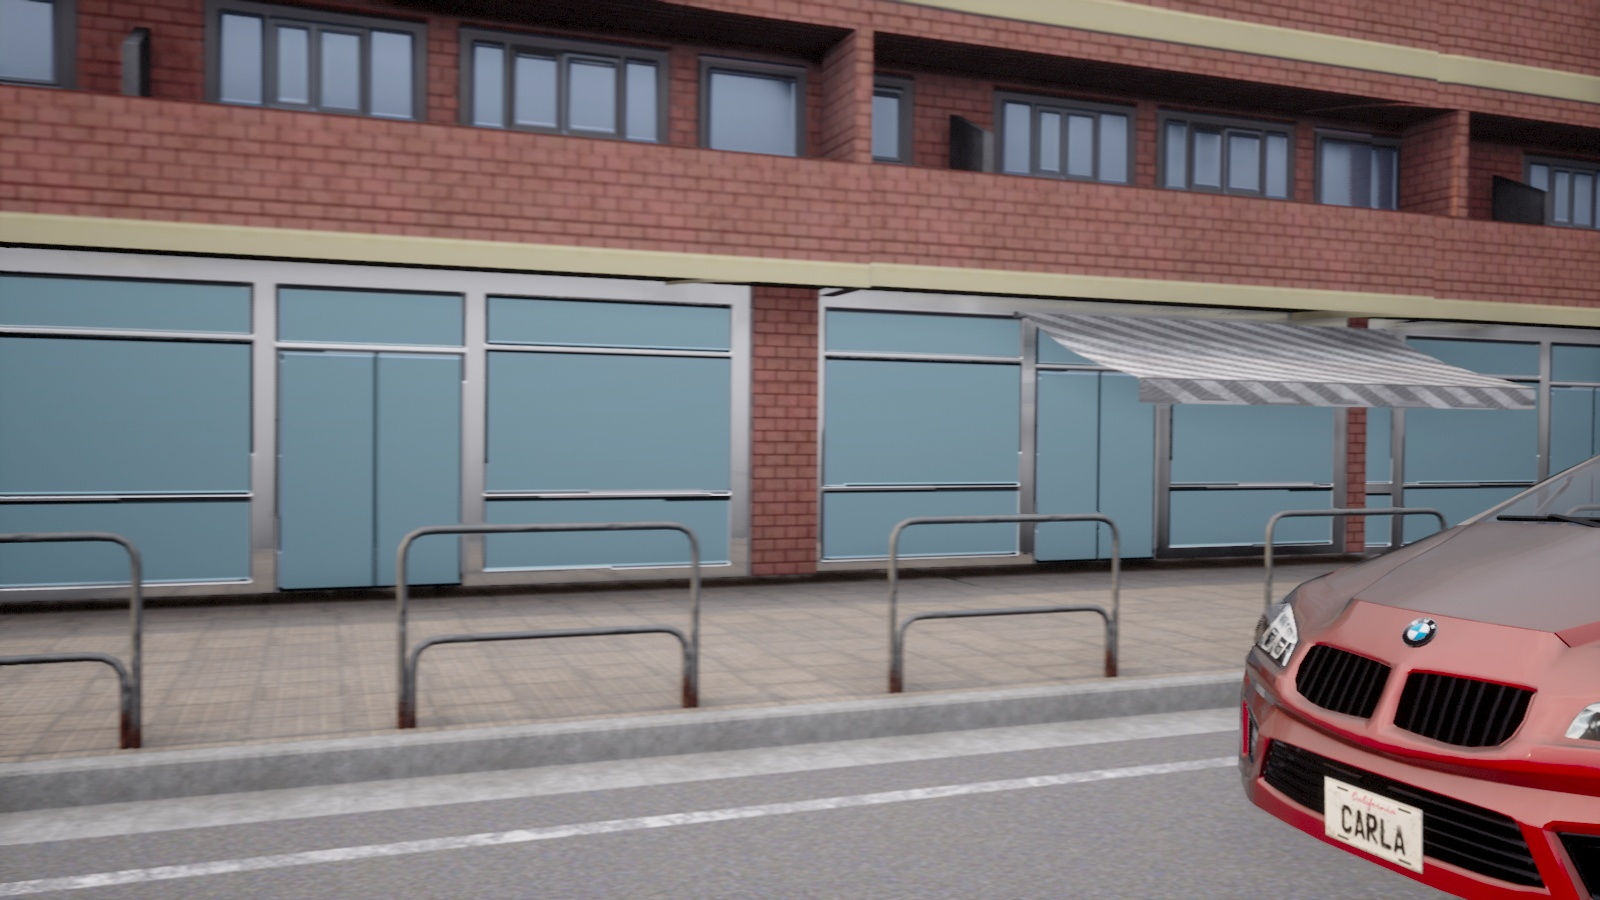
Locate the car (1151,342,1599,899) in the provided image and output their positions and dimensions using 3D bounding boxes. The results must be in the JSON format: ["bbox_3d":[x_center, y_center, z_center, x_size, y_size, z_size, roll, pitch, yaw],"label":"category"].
[{"bbox_3d":[3.943,0.515,4.734,4.611,1.667,2.242,-1,1,-21],"label":"car"}]
